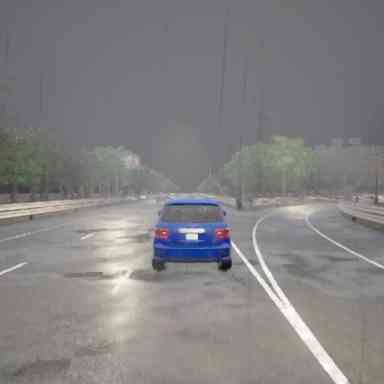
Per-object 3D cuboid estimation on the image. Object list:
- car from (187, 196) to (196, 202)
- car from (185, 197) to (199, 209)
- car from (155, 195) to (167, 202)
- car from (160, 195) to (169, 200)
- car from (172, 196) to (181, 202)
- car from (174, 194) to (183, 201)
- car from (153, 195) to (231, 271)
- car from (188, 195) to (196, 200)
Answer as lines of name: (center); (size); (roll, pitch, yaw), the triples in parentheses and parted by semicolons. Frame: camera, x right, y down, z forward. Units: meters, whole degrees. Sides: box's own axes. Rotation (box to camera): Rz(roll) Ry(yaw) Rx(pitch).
car: (-0.015, 1.566, 77.058); (2.033, 1.411, 5.357); (0, 0, 0)
car: (-0.010, 1.487, 46.933); (1.837, 1.490, 4.892); (0, 0, 0)
car: (-7.015, 1.545, 75.391); (2.128, 1.511, 4.902); (0, 0, 0)
car: (-7.018, 1.402, 85.813); (1.812, 1.442, 4.674); (0, 0, 0)
car: (-3.515, 1.617, 75.838); (1.895, 1.301, 4.718); (0, 0, 0)
car: (-3.518, 1.404, 85.815); (2.128, 1.511, 4.902); (0, 0, 0)
car: (-0.002, 1.216, 11.029); (2.150, 2.045, 5.566); (0, 0, 0)
car: (-0.018, 1.449, 86.231); (1.994, 1.385, 4.181); (0, 0, 0)
